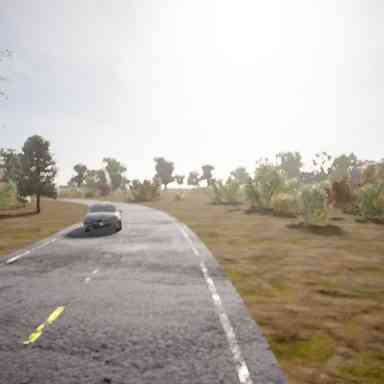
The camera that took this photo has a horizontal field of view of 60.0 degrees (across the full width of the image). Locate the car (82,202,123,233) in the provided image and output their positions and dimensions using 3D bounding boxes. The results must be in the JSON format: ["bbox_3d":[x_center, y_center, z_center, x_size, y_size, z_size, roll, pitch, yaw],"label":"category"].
[{"bbox_3d":[-5.057,1.365,19.040,1.837,1.490,4.892,0,0,-12],"label":"car"}]
